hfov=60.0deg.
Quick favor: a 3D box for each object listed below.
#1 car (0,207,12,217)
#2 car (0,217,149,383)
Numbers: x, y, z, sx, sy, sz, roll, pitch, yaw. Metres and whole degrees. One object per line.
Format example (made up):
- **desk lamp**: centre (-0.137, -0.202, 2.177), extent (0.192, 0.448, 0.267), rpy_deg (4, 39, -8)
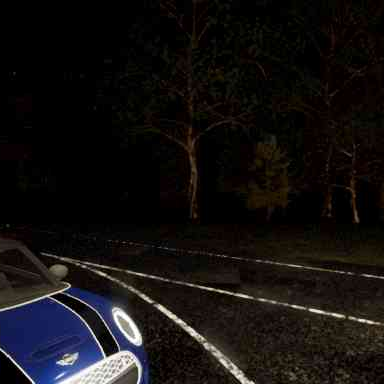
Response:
- **car**: centre (-12.267, 1.367, 19.061), extent (5.008, 1.535, 1.882), rpy_deg (0, 0, 36)
- **car**: centre (-2.644, 1.338, 3.762), extent (4.553, 1.767, 2.097), rpy_deg (1, 0, 35)
